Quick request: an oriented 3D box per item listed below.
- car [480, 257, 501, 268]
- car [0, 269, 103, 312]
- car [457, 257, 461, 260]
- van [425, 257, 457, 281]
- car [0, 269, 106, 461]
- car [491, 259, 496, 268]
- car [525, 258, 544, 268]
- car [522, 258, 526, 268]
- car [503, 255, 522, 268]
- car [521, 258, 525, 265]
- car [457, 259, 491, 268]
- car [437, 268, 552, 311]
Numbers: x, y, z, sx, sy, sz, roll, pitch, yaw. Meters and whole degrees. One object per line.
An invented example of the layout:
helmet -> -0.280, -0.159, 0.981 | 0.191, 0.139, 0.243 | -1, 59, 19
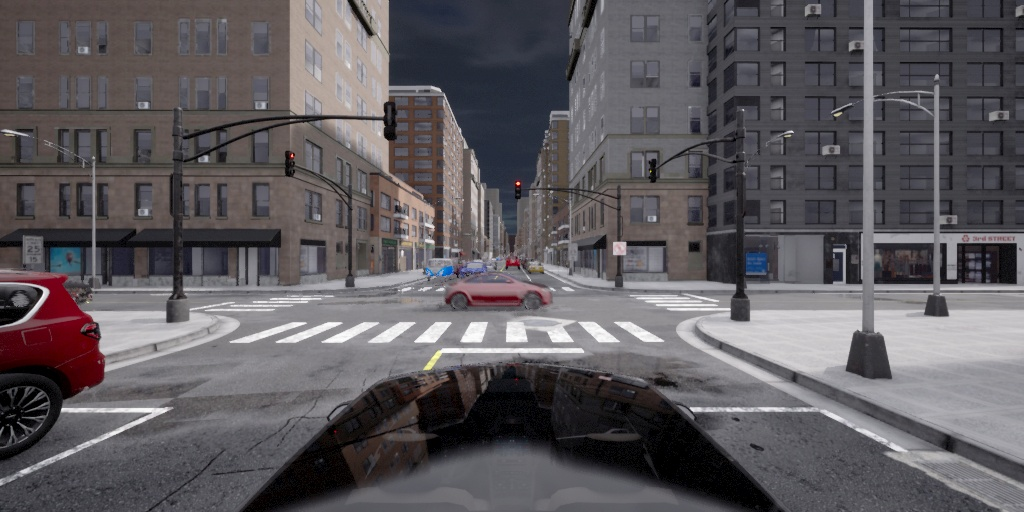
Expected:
car -> -3.052, 1.235, 50.969 | 2.128, 1.511, 4.902 | 0, 0, 0
car -> -19.338, 1.265, 13.897 | 4.892, 1.490, 1.837 | 0, 0, 0
car -> -5.836, 1.061, 34.727 | 2.192, 1.841, 5.009 | 0, 0, 0
van -> -5.839, 1.088, 29.131 | 1.690, 1.789, 3.998 | 0, 0, 0
car -> -5.857, 1.065, 2.183 | 2.192, 1.841, 5.009 | 0, 0, 0
car -> -3.073, 1.347, 39.641 | 1.895, 1.301, 4.718 | 0, 0, 0
car -> 2.694, 1.271, 40.511 | 1.751, 1.417, 4.829 | 0, 0, 0
car -> 2.698, 1.295, 45.935 | 2.007, 1.370, 4.403 | 0, 0, 0
car -> 0.138, 0.958, 56.302 | 2.150, 2.045, 5.566 | 0, -1, 0
car -> 2.702, 1.309, 51.530 | 1.948, 1.339, 4.313 | 0, 0, 0
car -> -3.081, 1.225, 29.707 | 1.882, 1.535, 5.008 | 0, 0, 0
car -> -0.539, 1.312, 14.007 | 4.181, 1.385, 1.994 | 0, 0, 0
